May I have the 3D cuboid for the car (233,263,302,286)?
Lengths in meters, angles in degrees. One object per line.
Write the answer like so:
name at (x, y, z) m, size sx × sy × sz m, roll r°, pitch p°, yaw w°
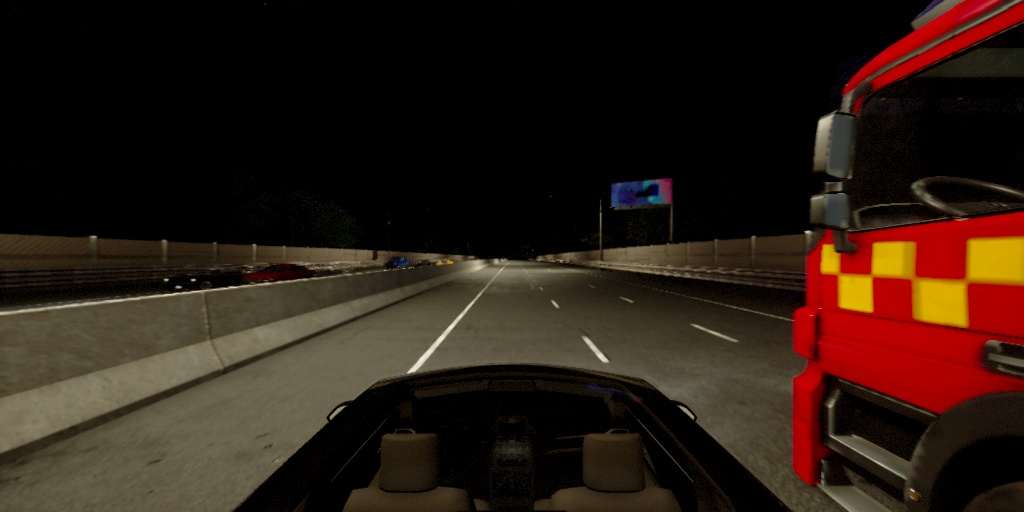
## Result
car at (-14.010, 1.225, 21.879) m, size 1.882 × 1.535 × 5.008 m, roll 0°, pitch 0°, yaw 0°

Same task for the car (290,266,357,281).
car at (-10.516, 1.353, 21.061) m, size 1.895 × 1.301 × 4.718 m, roll 0°, pitch 0°, yaw 0°

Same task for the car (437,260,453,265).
car at (-10.329, 1.321, 55.201) m, size 1.882 × 1.535 × 5.008 m, roll 0°, pitch 1°, yaw 0°

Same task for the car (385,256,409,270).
car at (-17.326, 1.011, 54.385) m, size 2.150 × 2.045 × 5.566 m, roll 0°, pitch 1°, yaw 0°

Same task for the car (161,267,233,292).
car at (-17.516, 1.340, 21.055) m, size 1.895 × 1.301 × 4.718 m, roll 0°, pitch 0°, yaw 0°

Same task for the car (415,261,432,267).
car at (-13.824, 1.412, 56.187) m, size 1.994 × 1.385 × 4.181 m, roll 0°, pitch 0°, yaw 0°
